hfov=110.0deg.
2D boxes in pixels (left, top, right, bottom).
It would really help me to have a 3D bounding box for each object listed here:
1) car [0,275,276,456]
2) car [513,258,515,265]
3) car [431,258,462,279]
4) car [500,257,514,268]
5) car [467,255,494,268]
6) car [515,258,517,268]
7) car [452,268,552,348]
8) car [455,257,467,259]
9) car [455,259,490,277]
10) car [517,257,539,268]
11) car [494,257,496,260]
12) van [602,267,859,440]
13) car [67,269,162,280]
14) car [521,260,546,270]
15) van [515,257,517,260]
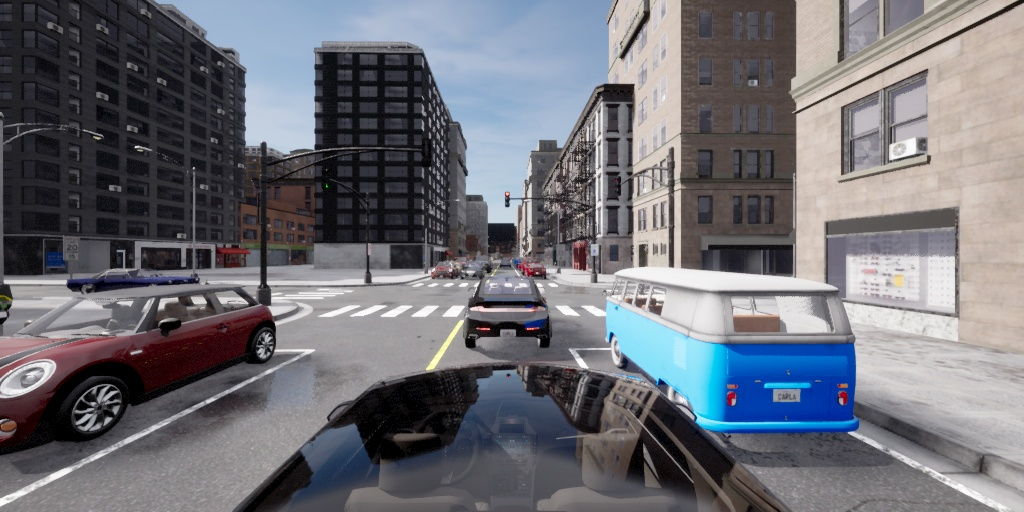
[{"bbox_3d":[-5.440,1.190,5.114,1.967,1.591,4.097,0,0,-1],"label":"car"},{"bbox_3d":[1.566,1.312,59.184,1.948,1.339,4.313,0,0,-1],"label":"car"},{"bbox_3d":[-5.947,1.190,31.990,1.967,1.591,4.097,0,0,-1],"label":"car"},{"bbox_3d":[-1.131,1.309,62.301,1.994,1.385,4.181,0,0,-1],"label":"car"},{"bbox_3d":[-3.586,0.968,41.795,2.150,2.045,5.566,0,0,0],"label":"car"},{"bbox_3d":[1.770,1.294,48.367,1.888,1.381,4.507,0,0,-1],"label":"car"},{"bbox_3d":[-0.126,1.242,9.200,2.128,1.511,4.902,0,0,-1],"label":"car"},{"bbox_3d":[-6.151,1.065,42.806,2.192,1.841,5.009,0,0,-1],"label":"car"},{"bbox_3d":[-3.395,1.242,31.638,2.128,1.511,4.902,0,0,-1],"label":"car"},{"bbox_3d":[1.975,1.065,37.549,2.192,1.841,5.009,0,0,-1],"label":"car"},{"bbox_3d":[-3.807,1.295,53.651,2.033,1.411,5.357,0,0,-1],"label":"car"},{"bbox_3d":[2.584,1.091,5.265,1.690,1.789,3.998,0,0,-1],"label":"van"},{"bbox_3d":[-17.814,1.263,17.114,4.718,1.301,1.895,0,0,-1],"label":"car"},{"bbox_3d":[2.077,1.295,32.141,1.888,1.381,4.507,0,0,-1],"label":"car"},{"bbox_3d":[1.668,1.089,53.776,1.690,1.789,3.998,0,0,-1],"label":"van"}]
